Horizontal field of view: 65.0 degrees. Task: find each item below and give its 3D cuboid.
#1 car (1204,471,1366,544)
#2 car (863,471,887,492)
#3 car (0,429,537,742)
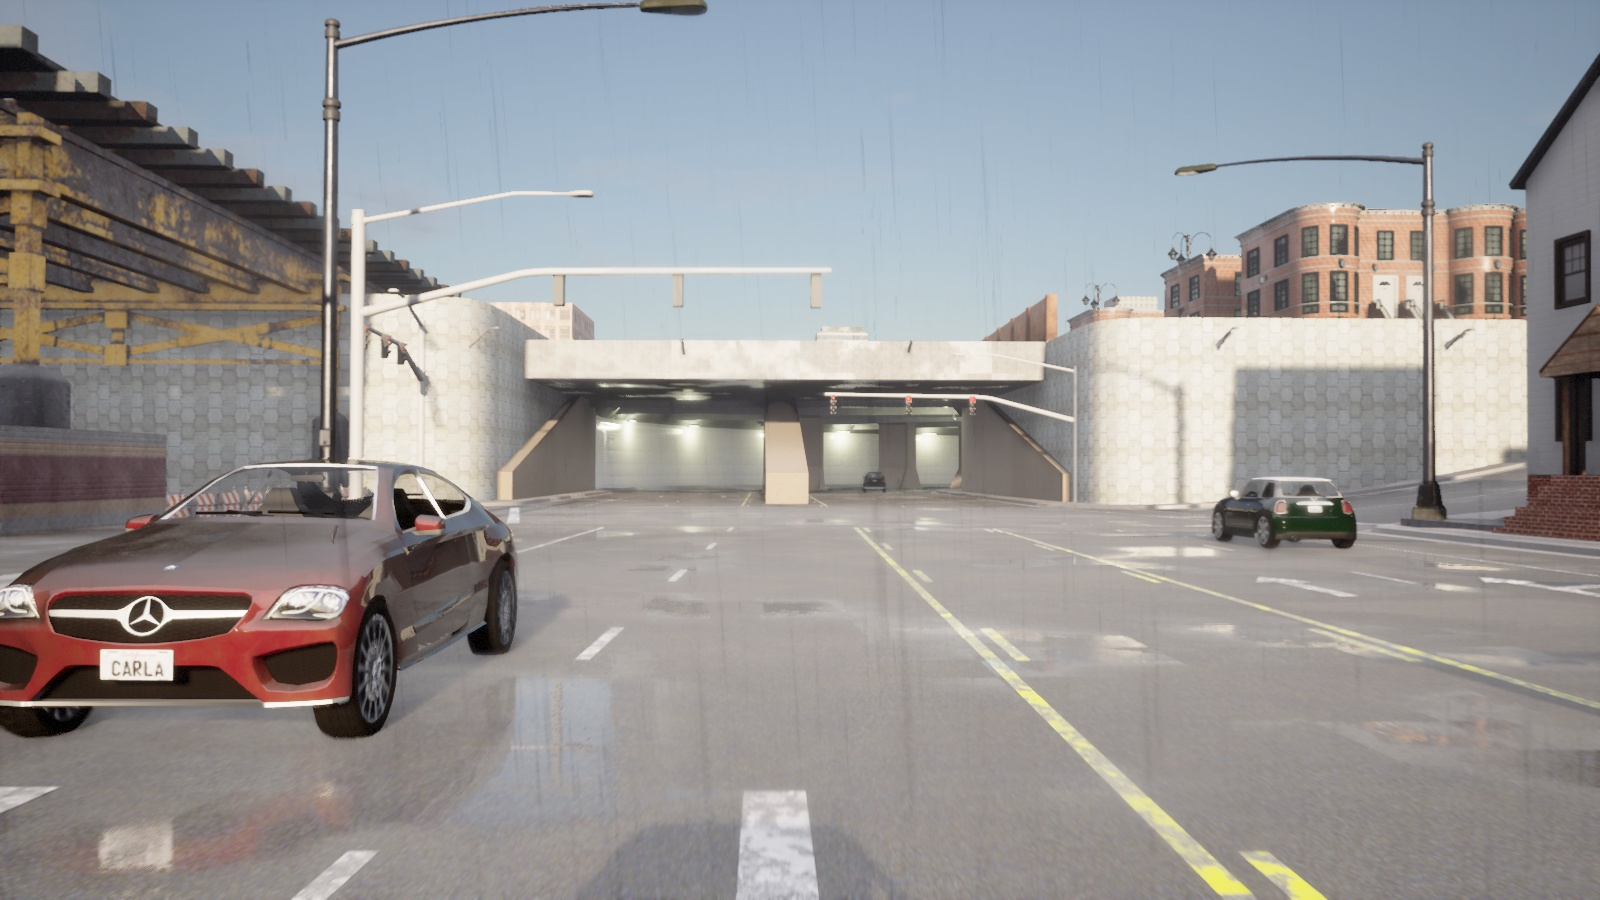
[{"bbox_3d":[10.463,1.197,27.421,1.970,1.475,3.806,0,-1,-1],"label":"car"},{"bbox_3d":[5.628,2.346,94.098,1.789,1.549,3.705,0,-1,4],"label":"car"},{"bbox_3d":[-3.522,0.761,9.182,2.152,1.651,5.027,0,-1,0],"label":"car"}]
